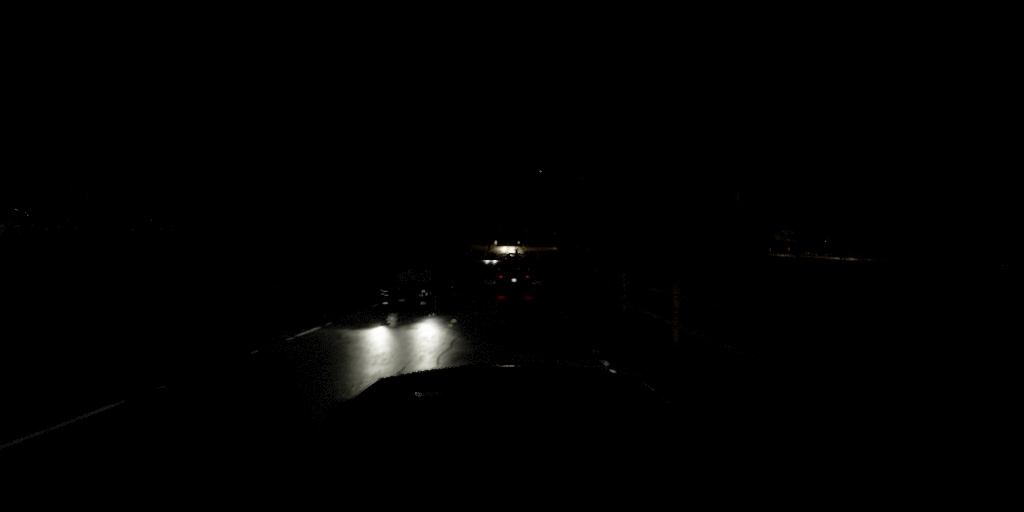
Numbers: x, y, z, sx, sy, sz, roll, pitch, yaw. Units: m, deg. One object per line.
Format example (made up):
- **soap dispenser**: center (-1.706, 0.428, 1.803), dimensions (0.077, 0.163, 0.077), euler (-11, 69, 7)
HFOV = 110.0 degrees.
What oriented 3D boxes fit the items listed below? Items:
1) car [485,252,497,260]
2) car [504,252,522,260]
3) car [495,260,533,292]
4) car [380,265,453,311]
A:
- **car**: center (-3.523, 0.009, 61.117), dimensions (1.994, 1.385, 4.181), euler (0, 2, 1)
- **car**: center (0.098, 0.319, 44.174), dimensions (2.097, 1.767, 4.553), euler (0, 1, 0)
- **car**: center (0.102, 1.141, 20.132), dimensions (1.994, 1.385, 4.181), euler (0, 1, 0)
- **car**: center (-3.586, 1.140, 14.186), dimensions (1.882, 1.535, 5.008), euler (0, 1, 0)
